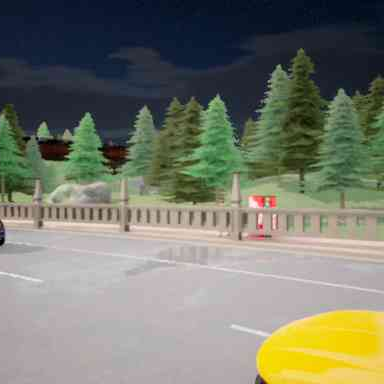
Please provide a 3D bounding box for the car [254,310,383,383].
[{"bbox_3d":[2.773,1.461,1.854,5.008,1.535,1.882,0,0,36],"label":"car"}]

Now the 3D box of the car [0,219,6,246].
[{"bbox_3d":[-9.757,1.347,13.501,4.553,1.767,2.097,0,0,27],"label":"car"}]

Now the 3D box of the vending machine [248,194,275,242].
[{"bbox_3d":[3.219,1.139,15.341,0.880,2.100,1.100,0,0,32],"label":"vending machine"}]

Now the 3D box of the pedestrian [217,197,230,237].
[{"bbox_3d":[1.367,1.094,14.990,0.375,1.860,0.375,0,0,31],"label":"pedestrian"}]
